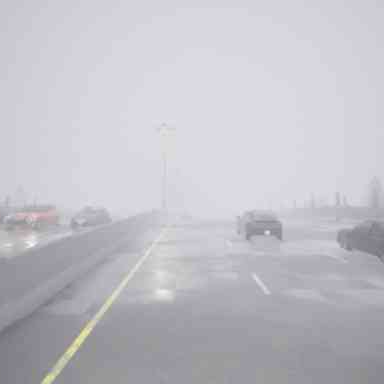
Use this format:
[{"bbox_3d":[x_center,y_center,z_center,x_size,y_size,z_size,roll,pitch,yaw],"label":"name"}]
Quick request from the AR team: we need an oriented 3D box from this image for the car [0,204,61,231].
[{"bbox_3d":[-10.587,1.601,22.393,2.097,1.767,4.553,0,-1,0],"label":"car"}]

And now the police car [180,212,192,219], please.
[{"bbox_3d":[-1.026,4.299,58.070,1.930,1.638,5.238,0,-7,0],"label":"police car"}]

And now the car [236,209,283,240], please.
[{"bbox_3d":[3.608,1.711,18.325,1.837,1.490,4.892,0,-1,0],"label":"car"}]

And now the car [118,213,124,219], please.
[{"bbox_3d":[-14.000,4.608,61.352,2.097,1.767,4.553,0,-7,1],"label":"car"}]

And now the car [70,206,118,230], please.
[{"bbox_3d":[-7.086,1.759,23.622,2.128,1.511,4.902,0,-1,0],"label":"car"}]

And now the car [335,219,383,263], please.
[{"bbox_3d":[7.111,1.682,11.983,2.033,1.411,5.357,0,-1,0],"label":"car"}]

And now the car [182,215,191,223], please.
[{"bbox_3d":[-1.022,5.544,67.882,1.812,1.442,4.674,0,-7,0],"label":"car"}]
